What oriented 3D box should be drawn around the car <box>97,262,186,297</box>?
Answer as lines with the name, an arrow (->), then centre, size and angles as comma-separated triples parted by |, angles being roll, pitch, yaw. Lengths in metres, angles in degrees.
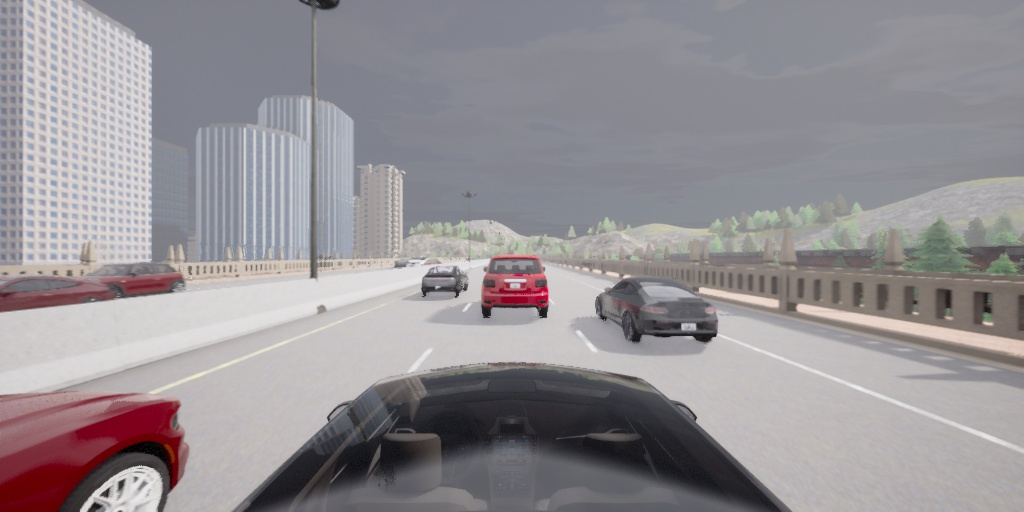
car -> -17.604, 1.108, 16.256 | 2.097, 1.767, 4.553 | 0, 0, 0

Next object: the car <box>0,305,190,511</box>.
car -> -3.406, 1.227, 0.659 | 1.882, 1.535, 5.008 | 0, 0, 0

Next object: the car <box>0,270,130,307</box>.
car -> -14.103, 1.279, 9.974 | 1.812, 1.442, 4.674 | 0, 0, 0

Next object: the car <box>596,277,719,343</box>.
car -> 3.597, 1.280, 9.595 | 1.812, 1.442, 4.674 | 0, 0, 0

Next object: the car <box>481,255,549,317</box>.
car -> 0.097, 0.977, 13.279 | 2.150, 2.045, 5.566 | 0, 0, 0

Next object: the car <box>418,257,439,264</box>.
car -> -10.593, 1.250, 47.531 | 1.882, 1.535, 5.008 | 0, 0, 0

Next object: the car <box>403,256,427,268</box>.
car -> -14.076, 0.996, 53.879 | 2.150, 2.045, 5.566 | 0, 0, 0

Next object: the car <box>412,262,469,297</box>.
car -> -3.406, 1.250, 18.871 | 2.128, 1.511, 4.902 | 0, 0, 0

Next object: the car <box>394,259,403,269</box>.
car -> -17.561, 1.255, 58.362 | 1.882, 1.535, 5.008 | 0, 0, 0
